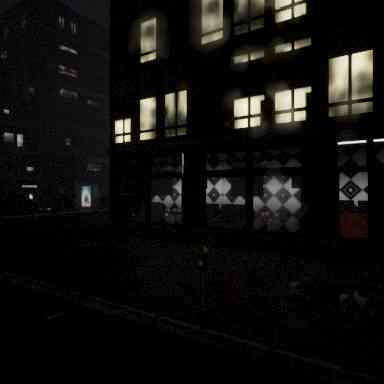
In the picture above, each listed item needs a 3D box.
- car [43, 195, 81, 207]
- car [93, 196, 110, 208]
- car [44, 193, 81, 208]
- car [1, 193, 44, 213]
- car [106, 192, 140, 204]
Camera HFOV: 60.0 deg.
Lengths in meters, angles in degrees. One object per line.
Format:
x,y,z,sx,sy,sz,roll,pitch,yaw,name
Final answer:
-16.722,1.072,42.944,1.802,1.307,4.206,1,2,35,car
-9.815,1.070,38.199,1.947,1.339,4.313,1,2,35,car
-15.653,0.881,39.973,2.097,1.767,4.553,0,1,35,car
-16.164,1.027,29.096,2.192,1.841,5.009,1,2,35,car
-9.913,0.845,48.185,1.837,1.490,4.892,0,1,35,car
